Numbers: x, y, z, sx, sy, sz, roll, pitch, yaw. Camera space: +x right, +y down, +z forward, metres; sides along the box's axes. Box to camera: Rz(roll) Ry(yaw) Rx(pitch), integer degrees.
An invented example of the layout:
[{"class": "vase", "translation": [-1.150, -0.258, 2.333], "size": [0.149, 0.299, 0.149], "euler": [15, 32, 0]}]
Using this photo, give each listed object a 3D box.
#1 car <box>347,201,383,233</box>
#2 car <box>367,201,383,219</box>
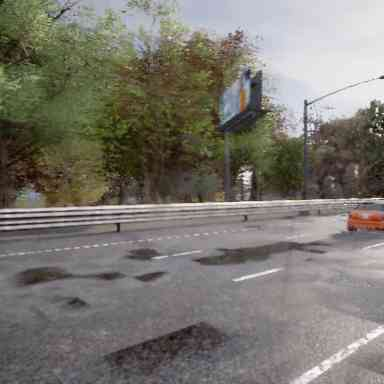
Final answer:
[{"class": "car", "translation": [10.415, 1.286, 18.143], "size": [4.553, 1.767, 2.097], "euler": [0, 0, -40]}, {"class": "car", "translation": [16.637, 1.466, 27.838], "size": [4.181, 1.385, 1.994], "euler": [0, 0, -40]}]
